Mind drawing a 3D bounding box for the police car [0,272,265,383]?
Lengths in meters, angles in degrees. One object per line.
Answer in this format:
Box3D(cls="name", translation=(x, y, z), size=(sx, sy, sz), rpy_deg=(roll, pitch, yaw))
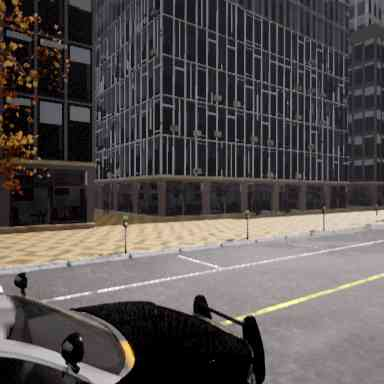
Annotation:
Box3D(cls="police car", translation=(-1.616, 1.419, 2.281), size=(5.238, 1.638, 1.930), rpy_deg=(0, 0, -36))
